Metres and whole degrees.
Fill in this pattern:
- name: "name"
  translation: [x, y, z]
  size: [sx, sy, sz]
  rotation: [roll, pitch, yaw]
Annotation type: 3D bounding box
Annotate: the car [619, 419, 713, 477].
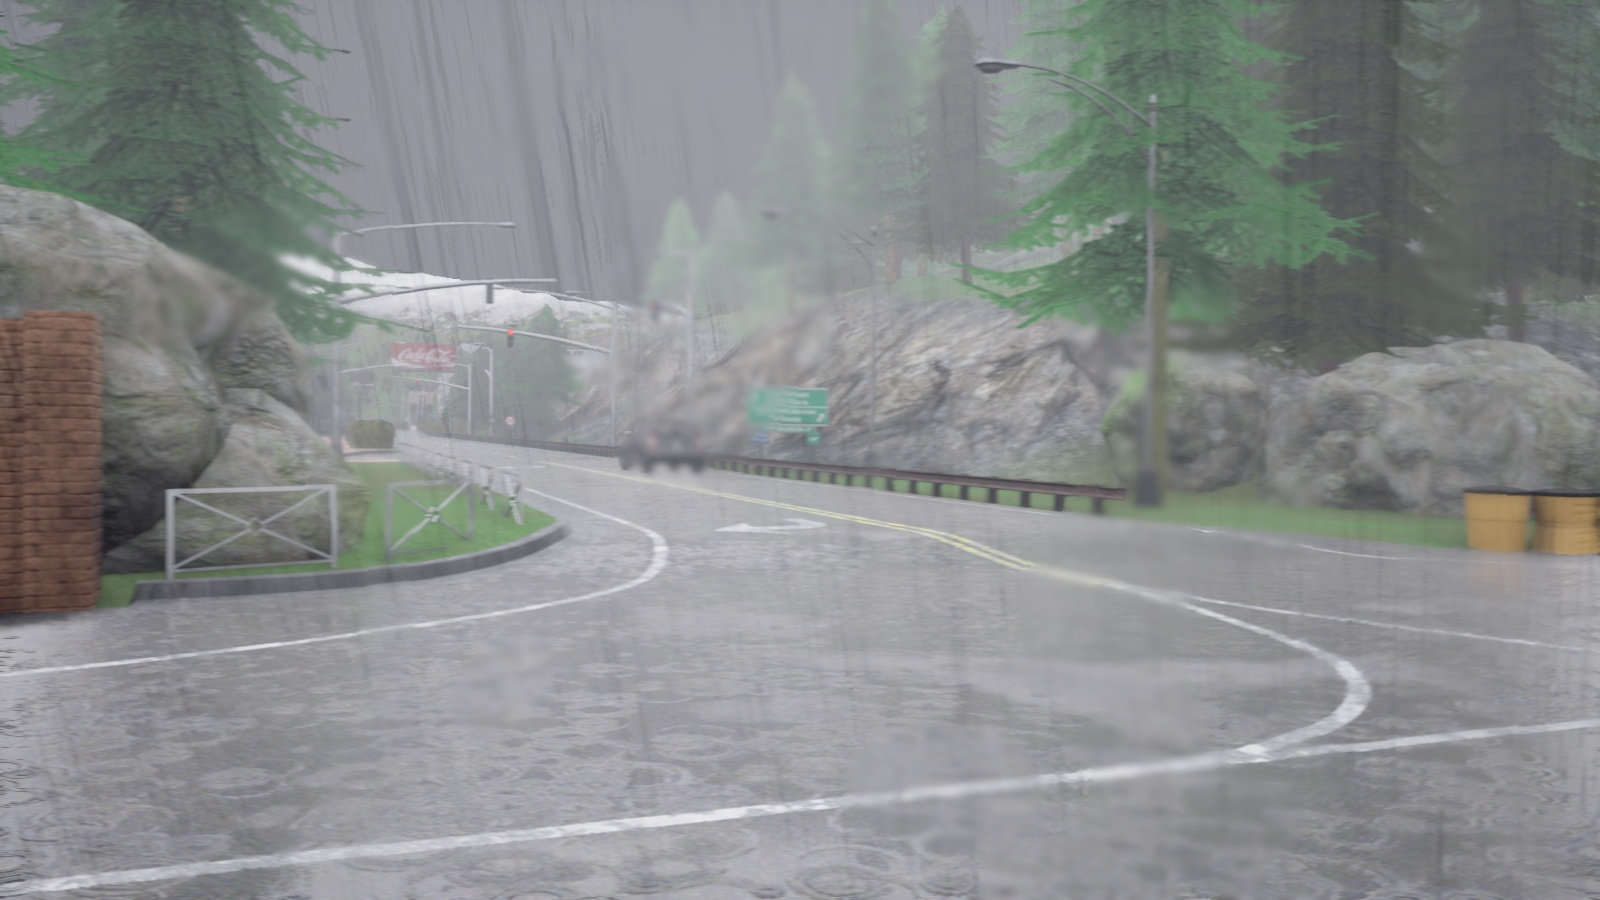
- name: "car"
  translation: [-4.071, -0.082, 37.536]
  size: [1.851, 1.617, 3.988]
  rotation: [-1, 1, -20]
